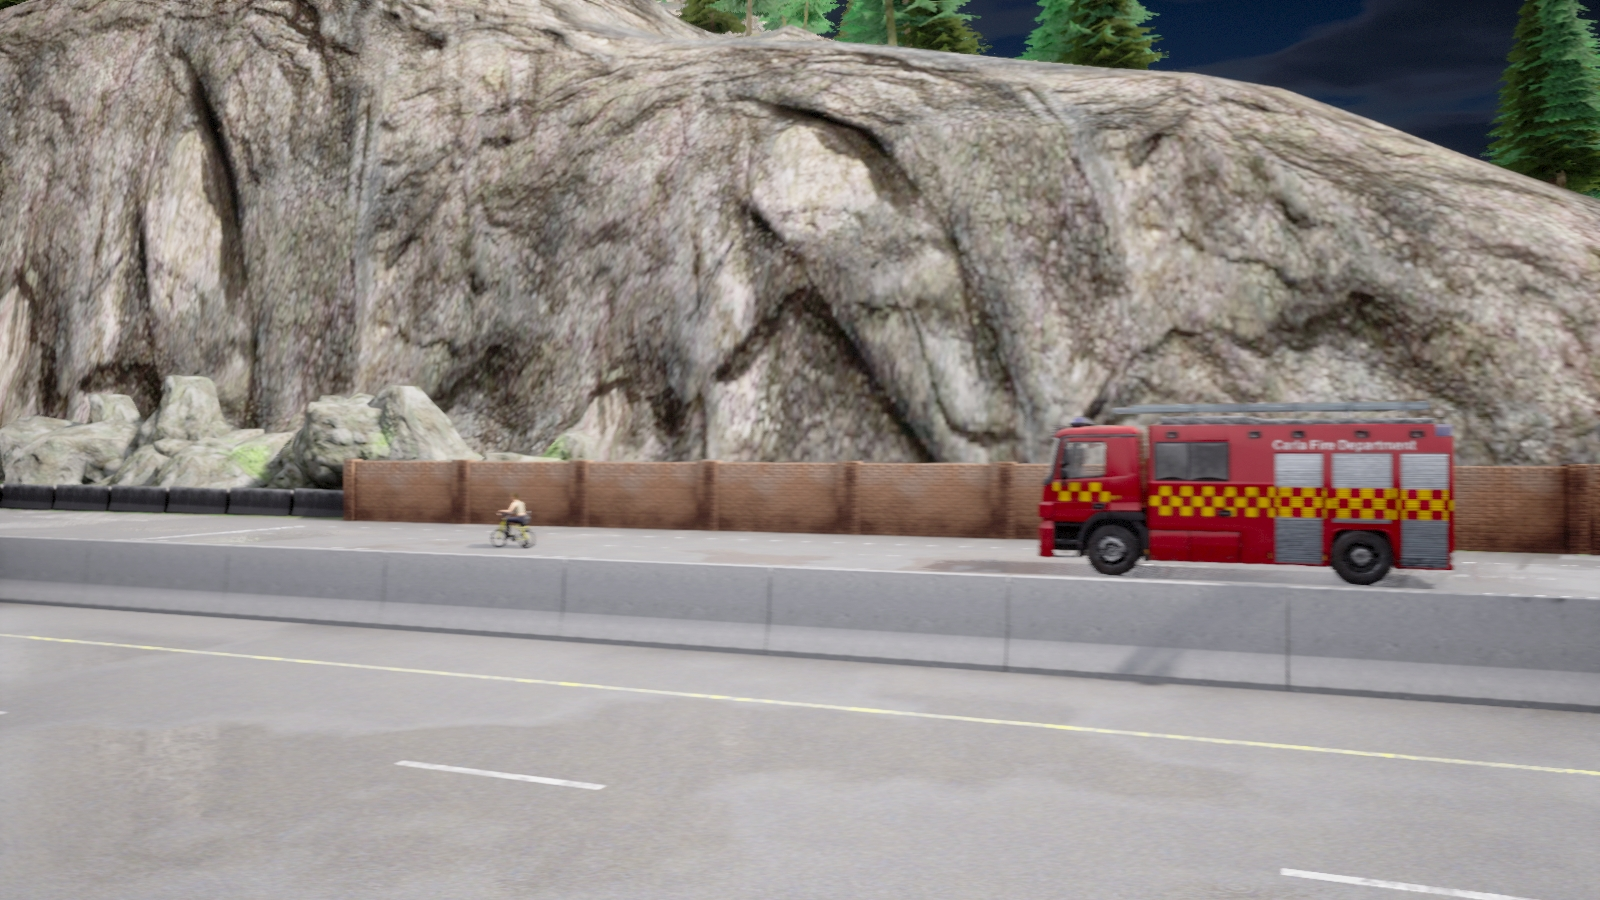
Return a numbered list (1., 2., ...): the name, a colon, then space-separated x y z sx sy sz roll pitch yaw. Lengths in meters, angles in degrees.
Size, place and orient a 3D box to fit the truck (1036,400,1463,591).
1. truck: 9.819 0.908 25.729 8.468 3.827 2.891 0 0 20
